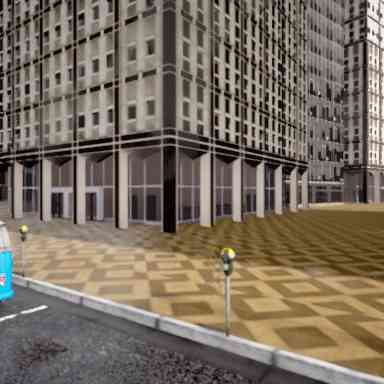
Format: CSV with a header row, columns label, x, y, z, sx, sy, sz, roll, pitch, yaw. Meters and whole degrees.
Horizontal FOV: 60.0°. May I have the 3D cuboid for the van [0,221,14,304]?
label,x,y,z,sx,sy,sz,roll,pitch,yaw
van,-5.189,1.339,6.588,3.998,1.788,1.690,0,0,36
